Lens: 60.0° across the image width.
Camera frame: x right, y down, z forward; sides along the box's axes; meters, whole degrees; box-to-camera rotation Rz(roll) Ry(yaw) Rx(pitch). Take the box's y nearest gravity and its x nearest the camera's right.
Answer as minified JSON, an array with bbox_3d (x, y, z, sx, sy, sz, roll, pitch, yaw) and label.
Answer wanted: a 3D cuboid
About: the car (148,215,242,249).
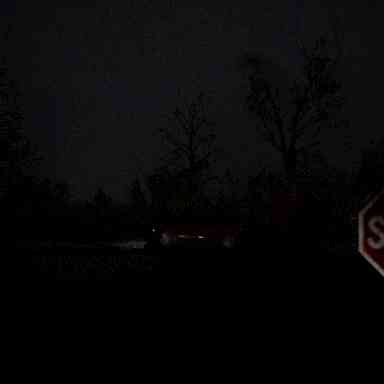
[{"bbox_3d":[0.169,1.733,15.030,4.181,1.385,1.994,1,-1,0],"label":"car"}]
